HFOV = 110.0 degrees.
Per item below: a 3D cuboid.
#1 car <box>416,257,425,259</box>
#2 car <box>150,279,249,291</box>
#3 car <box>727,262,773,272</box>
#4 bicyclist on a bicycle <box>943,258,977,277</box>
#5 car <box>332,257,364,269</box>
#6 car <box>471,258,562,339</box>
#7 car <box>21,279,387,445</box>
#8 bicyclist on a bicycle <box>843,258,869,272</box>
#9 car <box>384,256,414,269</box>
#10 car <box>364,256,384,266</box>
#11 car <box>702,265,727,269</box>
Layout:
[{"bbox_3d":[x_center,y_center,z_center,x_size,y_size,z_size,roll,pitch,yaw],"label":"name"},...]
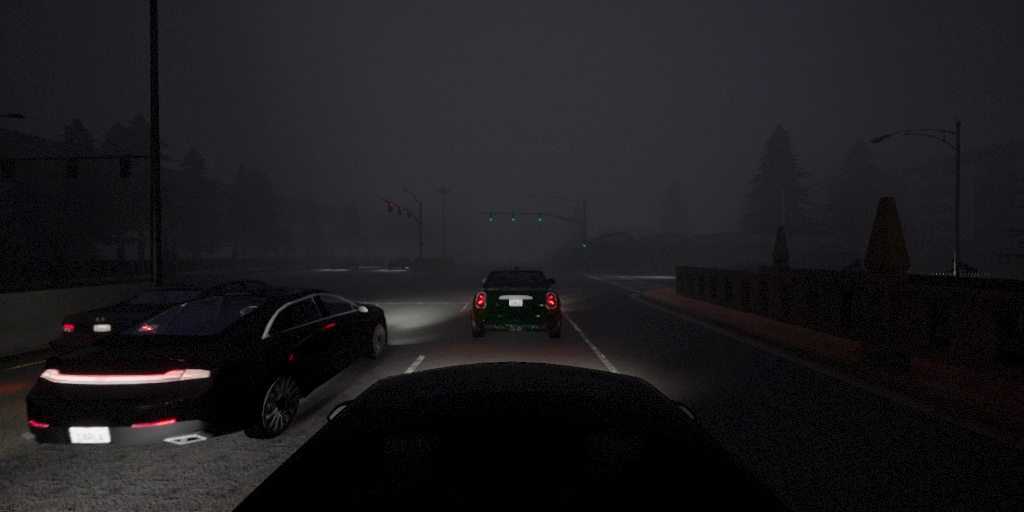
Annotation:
[{"bbox_3d":[-14.105,0.863,54.843,1.895,1.301,4.718,0,1,0],"label":"car"},{"bbox_3d":[-6.922,1.249,8.573,2.033,1.411,5.357,0,1,0],"label":"car"},{"bbox_3d":[18.501,1.144,25.661,4.718,1.301,1.895,0,1,2],"label":"car"},{"bbox_3d":[22.198,0.920,17.778,0.582,1.620,1.656,0,0,-35],"label":"bicyclist on a bicycle"},{"bbox_3d":[-21.110,0.876,45.672,1.812,1.442,4.674,0,1,0],"label":"car"},{"bbox_3d":[0.171,1.043,10.097,2.097,1.767,4.553,0,0,2],"label":"car"},{"bbox_3d":[-3.437,1.221,5.346,2.128,1.511,4.902,0,1,0],"label":"car"},{"bbox_3d":[17.863,0.911,18.628,0.582,1.620,1.656,0,1,-14],"label":"bicyclist on a bicycle"},{"bbox_3d":[-14.111,0.830,45.498,1.882,1.535,5.008,0,1,0],"label":"car"},{"bbox_3d":[-21.101,0.741,54.731,1.882,1.535,5.008,0,1,0],"label":"car"},{"bbox_3d":[18.059,1.109,29.326,4.718,1.301,1.895,0,1,2],"label":"car"}]
